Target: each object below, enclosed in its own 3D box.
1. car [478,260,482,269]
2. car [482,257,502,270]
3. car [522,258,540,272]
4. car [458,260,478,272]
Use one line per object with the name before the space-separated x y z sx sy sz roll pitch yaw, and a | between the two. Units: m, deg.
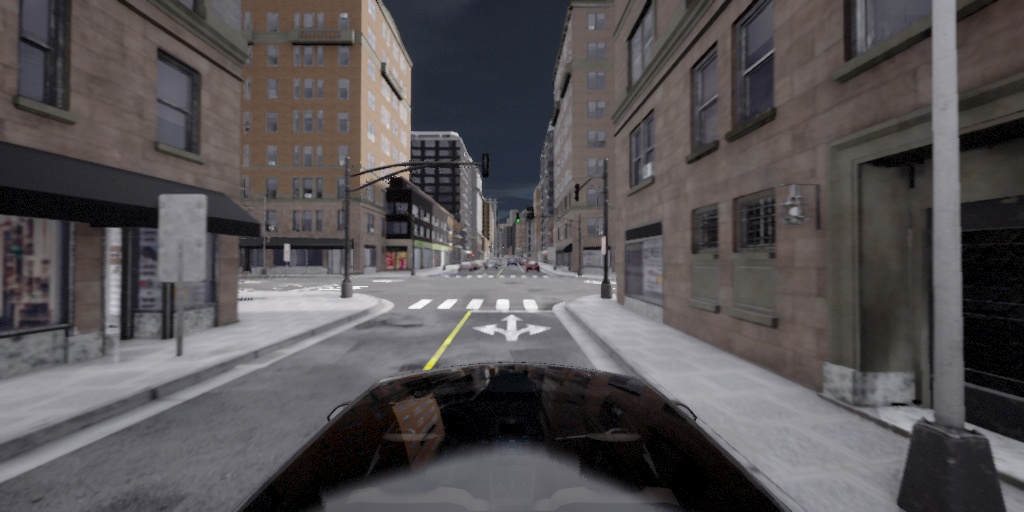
car | -5.880 1.362 51.961 1.948 1.339 4.313 0 0 0
car | -3.060 1.289 52.869 2.128 1.511 4.902 0 0 1
car | 2.661 1.335 46.370 1.888 1.381 4.507 0 0 0
car | -5.885 1.371 46.375 1.802 1.307 4.207 0 0 0
